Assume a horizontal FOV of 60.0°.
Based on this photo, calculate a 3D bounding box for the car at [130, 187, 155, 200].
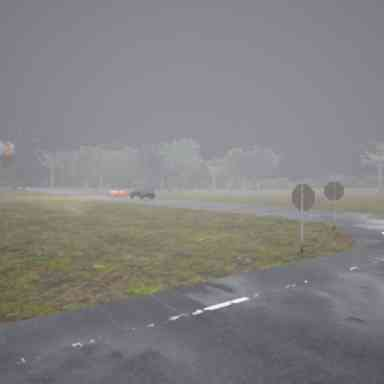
[{"bbox_3d":[-7.937,0.164,53.411,2.150,2.045,5.566,0,1,-35],"label":"car"}]

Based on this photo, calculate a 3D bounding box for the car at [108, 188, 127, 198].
[{"bbox_3d":[-13.884,0.091,61.892,2.097,1.767,4.553,0,1,-35],"label":"car"}]
